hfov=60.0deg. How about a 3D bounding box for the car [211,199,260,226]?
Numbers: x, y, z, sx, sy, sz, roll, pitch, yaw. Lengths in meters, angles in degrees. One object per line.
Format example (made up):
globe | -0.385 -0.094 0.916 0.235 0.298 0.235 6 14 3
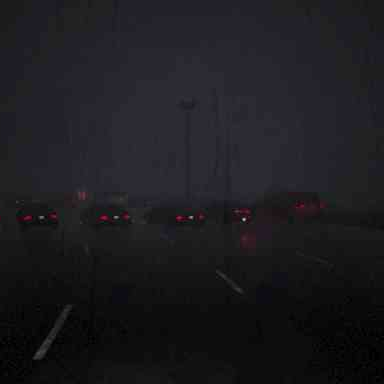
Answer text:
car | 1.922 1.259 21.138 1.837 1.490 4.892 0 1 -25

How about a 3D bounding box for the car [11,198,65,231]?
car | -9.005 1.331 19.171 2.033 1.411 5.357 0 1 -31

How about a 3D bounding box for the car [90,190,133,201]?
car | -9.107 0.805 35.974 2.150 2.045 5.566 -1 0 -44

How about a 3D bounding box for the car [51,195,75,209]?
car | -14.414 1.081 36.312 2.128 1.511 4.902 -1 1 -43

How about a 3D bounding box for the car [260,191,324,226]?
car | 5.788 0.971 21.276 2.150 2.045 5.566 0 1 -24

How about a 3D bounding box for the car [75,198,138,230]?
car | -5.109 1.327 19.318 2.033 1.411 5.357 0 1 -28

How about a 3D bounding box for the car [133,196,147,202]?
car | -6.181 1.130 37.874 1.994 1.385 4.181 -1 1 -43

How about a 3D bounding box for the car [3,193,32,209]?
car | -18.416 0.957 35.429 2.097 1.767 4.553 -1 1 -44

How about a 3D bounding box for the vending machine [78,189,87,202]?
vending machine | -18.612 0.558 56.398 1.100 2.100 0.880 -1 1 -44

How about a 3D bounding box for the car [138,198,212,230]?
car | -1.165 1.325 19.238 2.033 1.411 5.357 0 1 -26
